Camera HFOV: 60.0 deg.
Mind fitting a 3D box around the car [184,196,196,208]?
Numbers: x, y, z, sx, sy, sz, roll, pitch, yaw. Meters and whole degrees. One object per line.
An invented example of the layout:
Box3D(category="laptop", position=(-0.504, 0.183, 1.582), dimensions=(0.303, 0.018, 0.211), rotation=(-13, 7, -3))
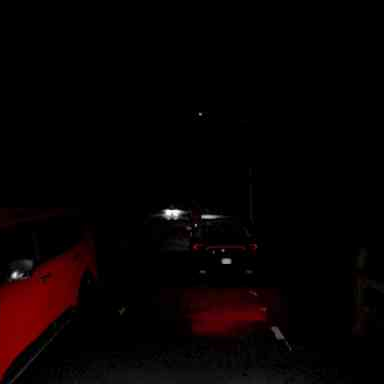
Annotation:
Box3D(category="car", position=(0.093, 1.768, 47.531), dimensions=(1.882, 1.535, 5.008), rotation=(0, 0, 1))

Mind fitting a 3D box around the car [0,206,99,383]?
Box3D(category="car", position=(-2.843, 1.248, 4.203), dimensions=(2.150, 2.045, 5.566), rotation=(0, 0, 0))

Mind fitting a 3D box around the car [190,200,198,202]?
Box3D(category="car", position=(0.872, 1.670, 26.556), dimensions=(1.837, 1.490, 4.892), rotation=(0, 0, 0))

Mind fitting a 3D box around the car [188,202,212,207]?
Box3D(category="car", position=(0.861, 1.606, 20.555), dimensions=(1.882, 1.535, 5.008), rotation=(0, 0, 0))

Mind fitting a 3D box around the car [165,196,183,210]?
Box3D(category="car", position=(-2.749, 1.783, 47.890), dimensions=(2.128, 1.511, 4.902), rotation=(0, 0, 0))

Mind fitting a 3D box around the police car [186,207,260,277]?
Box3D(category="police car", position=(0.843, 1.493, 10.662), dimensions=(1.930, 1.638, 5.238), rotation=(0, 0, 0))
